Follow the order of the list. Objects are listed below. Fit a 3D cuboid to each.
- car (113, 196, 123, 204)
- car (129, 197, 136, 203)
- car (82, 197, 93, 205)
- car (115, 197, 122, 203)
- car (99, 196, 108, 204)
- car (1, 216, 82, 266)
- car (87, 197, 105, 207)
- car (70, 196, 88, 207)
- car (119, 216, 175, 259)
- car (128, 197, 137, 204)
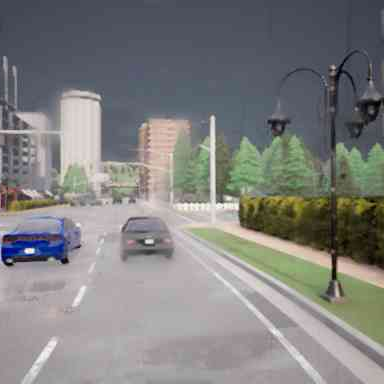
[{"bbox_3d":[-18.066,1.937,80.721,2.150,2.045,5.566,0,0,-11],"label":"car"},{"bbox_3d":[-16.373,2.115,90.741,1.837,1.490,4.892,0,0,-11],"label":"car"},{"bbox_3d":[-25.021,2.096,79.836,2.097,1.767,4.553,0,0,-11],"label":"car"},{"bbox_3d":[-19.813,2.151,90.099,1.812,1.442,4.674,0,0,-11],"label":"car"},{"bbox_3d":[-21.633,1.956,80.760,2.150,2.045,5.566,0,0,-11],"label":"car"},{"bbox_3d":[-5.240,1.600,12.178,1.882,1.535,5.008,0,0,-11],"label":"car"},{"bbox_3d":[-18.724,2.143,65.154,2.033,1.411,5.357,0,0,-11],"label":"car"},{"bbox_3d":[-22.163,1.835,64.493,2.150,2.045,5.566,0,0,-11],"label":"car"},{"bbox_3d":[-1.859,1.660,13.131,2.033,1.411,5.357,0,0,-11],"label":"car"},{"bbox_3d":[-14.683,2.203,81.676,1.837,1.490,4.892,0,0,-11],"label":"car"}]
